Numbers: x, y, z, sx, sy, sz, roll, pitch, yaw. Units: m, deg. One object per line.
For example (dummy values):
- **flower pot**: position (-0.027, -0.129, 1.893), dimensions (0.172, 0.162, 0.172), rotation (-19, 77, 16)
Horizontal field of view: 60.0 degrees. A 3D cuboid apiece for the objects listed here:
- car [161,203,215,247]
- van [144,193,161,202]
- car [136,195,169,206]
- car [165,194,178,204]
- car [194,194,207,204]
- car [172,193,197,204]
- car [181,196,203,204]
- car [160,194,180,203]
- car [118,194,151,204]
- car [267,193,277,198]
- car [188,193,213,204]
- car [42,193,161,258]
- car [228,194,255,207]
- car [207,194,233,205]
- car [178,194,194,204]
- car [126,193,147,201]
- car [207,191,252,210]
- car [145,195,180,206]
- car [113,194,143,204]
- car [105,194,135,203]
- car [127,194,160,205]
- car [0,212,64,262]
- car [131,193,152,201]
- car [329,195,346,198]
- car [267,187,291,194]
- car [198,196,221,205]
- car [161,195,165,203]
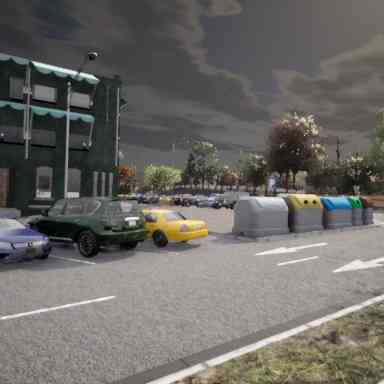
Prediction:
- **car**: position (-1.907, 1.448, 14.761), dimensions (5.366, 1.575, 1.946), rotation (-1, 0, 35)
- **van**: position (-10.158, 1.472, 85.423), dimensions (1.878, 1.987, 4.442), rotation (1, -2, 35)
- **car**: position (-5.791, 1.188, 49.198), dimensions (2.163, 1.488, 4.792), rotation (1, -1, 35)
- **car**: position (-0.734, 1.031, 41.911), dimensions (2.185, 1.767, 4.553), rotation (0, -1, 35)
- **car**: position (2.659, 1.196, 37.074), dimensions (2.002, 1.452, 4.674), rotation (1, 0, 35)
- **car**: position (-1.584, 1.441, 72.941), dimensions (2.435, 2.045, 5.566), rotation (1, -2, 35)
- **car**: position (0.011, 1.680, 70.274), dimensions (1.946, 1.575, 5.366), rotation (1, -2, 35)
- **car**: position (-5.073, 1.565, 77.854), dimensions (2.185, 1.767, 4.553), rotation (1, -2, 35)
- **car**: position (-9.255, 1.155, 53.930), dimensions (1.946, 1.575, 5.366), rotation (1, 0, 35)
- **car**: position (12.203, 1.562, 53.080), dimensions (2.185, 1.767, 4.553), rotation (1, -2, 35)
- **car**: position (1.826, 1.437, 67.927), dimensions (2.435, 2.045, 5.566), rotation (1, -2, 35)
- **car**: position (-4.248, 1.209, 12.920), dimensions (5.566, 2.045, 2.435), rotation (-1, 0, 35)
- **car**: position (8.732, 1.435, 57.998), dimensions (2.435, 2.045, 5.566), rotation (1, -2, 35)
- **car**: position (5.316, 1.439, 63.012), dimensions (2.435, 2.045, 5.566), rotation (1, -2, 35)
- **car**: position (0.968, 1.158, 39.501), dimensions (2.231, 1.521, 4.892), rotation (0, -1, 35)
- **car**: position (-15.387, 1.442, 92.799), dimensions (2.435, 2.045, 5.566), rotation (1, -2, 35)
- **car**: position (4.342, 0.904, 34.620), dimensions (2.435, 2.045, 5.566), rotation (1, -1, 35)
- **car**: position (-4.090, 1.160, 46.789), dimensions (2.231, 1.521, 4.892), rotation (0, -1, 35)
- **car**: position (-10.846, 1.161, 56.519), dimensions (2.097, 1.535, 5.008), rotation (1, -1, 35)
- **car**: position (-12.630, 1.156, 58.790), dimensions (1.946, 1.575, 5.366), rotation (1, 0, 35)
- **car**: position (-7.461, 1.160, 51.650), dimensions (2.097, 1.535, 5.008), rotation (0, -1, 35)
- **car**: position (-6.680, 1.505, 11.163), dimensions (4.674, 1.452, 2.002), rotation (-1, -1, 35)
- **car**: position (-13.674, 1.440, 90.263), dimensions (2.435, 2.045, 5.566), rotation (1, -2, 35)
- **car**: position (19.099, 1.433, 43.158), dimensions (2.435, 2.045, 5.566), rotation (1, -2, 35)
- **car**: position (15.676, -0.089, 60.233), dimensions (1.837, 1.490, 4.892), rotation (2, 2, -34)
- **car**: position (3.548, 1.690, 65.462), dimensions (2.231, 1.521, 4.892), rotation (1, -2, 35)
- **car**: position (-2.304, 1.158, 44.519), dimensions (1.946, 1.575, 5.366), rotation (0, -1, 35)
